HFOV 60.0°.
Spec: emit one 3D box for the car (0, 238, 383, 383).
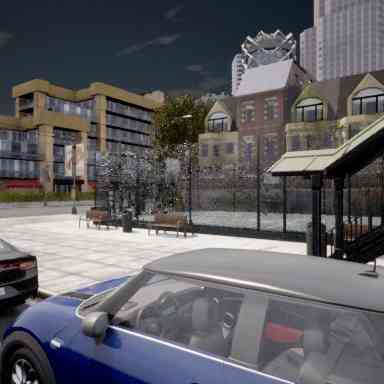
[{"bbox_3d":[0.148,1.354,3.198,4.553,1.767,2.185,0,0,35],"label":"car"}]
